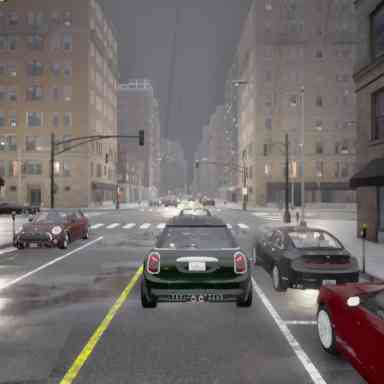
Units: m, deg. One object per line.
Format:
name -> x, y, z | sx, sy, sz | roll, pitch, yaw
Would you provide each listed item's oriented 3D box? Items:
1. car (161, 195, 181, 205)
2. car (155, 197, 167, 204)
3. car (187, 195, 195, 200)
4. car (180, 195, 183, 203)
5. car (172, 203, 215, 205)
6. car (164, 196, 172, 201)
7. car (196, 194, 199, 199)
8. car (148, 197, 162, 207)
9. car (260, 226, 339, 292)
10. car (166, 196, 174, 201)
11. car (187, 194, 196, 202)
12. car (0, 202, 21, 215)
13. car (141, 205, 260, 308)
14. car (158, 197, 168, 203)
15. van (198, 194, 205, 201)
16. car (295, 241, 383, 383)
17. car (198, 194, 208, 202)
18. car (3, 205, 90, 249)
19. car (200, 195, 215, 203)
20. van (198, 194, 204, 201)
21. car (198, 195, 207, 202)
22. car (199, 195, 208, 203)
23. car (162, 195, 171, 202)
car -> -3.073, 1.579, 50.245 | 2.033, 1.411, 5.357 | 0, 0, -1
car -> -5.929, 1.601, 63.587 | 1.887, 1.381, 4.507 | 0, 0, 0
car -> -0.259, 1.526, 90.105 | 1.994, 1.385, 4.181 | 0, 0, 0
car -> -3.125, 1.650, 60.062 | 1.895, 1.301, 4.718 | 0, 0, 0
car -> 0.137, 1.494, 15.400 | 2.128, 1.511, 4.902 | 0, 0, 0
car -> -6.082, 1.705, 85.619 | 1.802, 1.307, 4.206 | 0, 0, 0
car -> 2.559, 1.386, 69.148 | 2.192, 1.841, 5.009 | 0, 0, 0
car -> -5.852, 1.585, 52.571 | 2.008, 1.369, 4.403 | 0, 0, 0
car -> 2.697, 1.552, 8.700 | 2.008, 1.369, 4.403 | 0, 0, 0
car -> -6.121, 1.710, 91.127 | 1.947, 1.339, 4.313 | 0, 0, 0
car -> -0.189, 1.691, 80.130 | 1.895, 1.301, 4.718 | 0, 0, 0
car -> -16.315, 1.526, 30.247 | 4.718, 1.301, 1.895 | 0, 0, 0
car -> 0.068, 1.353, 8.094 | 2.097, 1.767, 4.553 | 0, 0, -1
car -> -5.968, 1.652, 69.095 | 1.802, 1.307, 4.206 | 0, 0, 0
van -> 2.444, 1.465, 85.670 | 1.690, 1.788, 3.998 | 0, 0, 0
car -> 2.683, 1.545, 3.208 | 1.887, 1.381, 4.507 | 0, 0, 0
car -> 2.595, 1.583, 63.811 | 1.752, 1.417, 4.829 | 0, 0, 0
car -> -5.815, 1.442, 14.209 | 1.967, 1.590, 4.097 | 0, 0, 0
car -> 2.673, 1.580, 52.627 | 1.887, 1.381, 4.507 | 0, 0, 0
van -> 2.405, 1.486, 91.176 | 1.690, 1.788, 3.998 | 0, 0, 0
car -> 2.482, 1.544, 80.161 | 1.967, 1.590, 4.097 | 0, 0, 0
car -> 2.520, 1.526, 74.655 | 1.967, 1.590, 4.097 | 0, 0, 0
car -> -6.043, 1.544, 80.111 | 1.967, 1.590, 4.097 | 0, 0, 0
